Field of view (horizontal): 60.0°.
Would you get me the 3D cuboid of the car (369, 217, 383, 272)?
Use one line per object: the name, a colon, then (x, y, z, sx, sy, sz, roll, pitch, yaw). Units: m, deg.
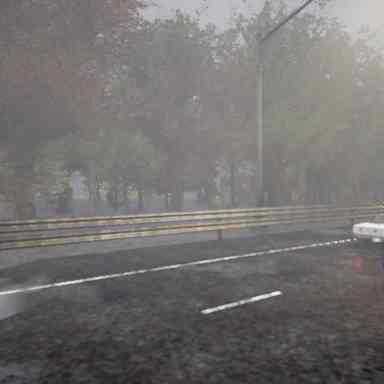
car: (6.731, 1.410, 8.203, 5.008, 1.535, 1.882, -1, 1, -33)

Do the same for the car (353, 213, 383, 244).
car: (8.814, 1.495, 13.654, 4.718, 1.301, 1.895, 0, 0, -32)
